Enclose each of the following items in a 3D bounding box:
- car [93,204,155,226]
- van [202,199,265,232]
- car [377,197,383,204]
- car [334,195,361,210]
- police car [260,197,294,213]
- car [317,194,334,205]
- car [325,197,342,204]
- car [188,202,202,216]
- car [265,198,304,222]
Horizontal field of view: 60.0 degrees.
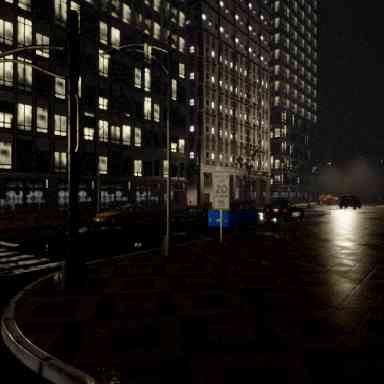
[{"bbox_3d":[-4.774,1.540,23.995,1.752,1.417,4.829,0,0,38],"label":"car"},{"bbox_3d":[2.612,1.368,20.273,1.690,1.788,3.998,0,0,38],"label":"van"},{"bbox_3d":[38.167,1.658,66.543,1.947,1.339,4.313,0,0,38],"label":"car"},{"bbox_3d":[21.175,1.368,44.518,2.192,1.841,5.009,0,0,38],"label":"car"},{"bbox_3d":[9.967,1.459,38.689,1.930,1.638,5.238,0,0,38],"label":"police car"},{"bbox_3d":[25.132,1.381,62.548,2.192,1.841,5.009,0,0,38],"label":"car"},{"bbox_3d":[28.530,1.624,66.953,2.008,1.369,4.403,0,0,38],"label":"car"},{"bbox_3d":[1.342,1.604,31.711,1.802,1.307,4.206,0,0,38],"label":"car"},{"bbox_3d":[7.581,1.472,26.897,1.967,1.590,4.097,0,0,38],"label":"car"}]
